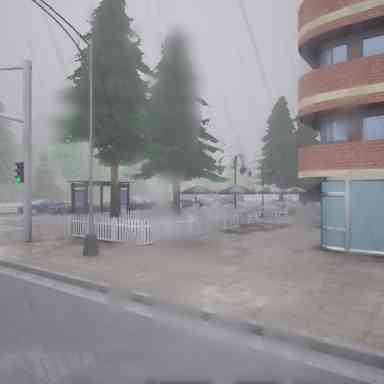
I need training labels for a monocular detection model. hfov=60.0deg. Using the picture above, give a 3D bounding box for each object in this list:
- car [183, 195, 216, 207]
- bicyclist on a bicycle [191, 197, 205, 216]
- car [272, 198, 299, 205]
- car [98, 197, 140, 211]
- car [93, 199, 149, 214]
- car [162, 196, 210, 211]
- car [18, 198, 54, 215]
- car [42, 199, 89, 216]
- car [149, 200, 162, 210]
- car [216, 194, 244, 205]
[{"bbox_3d":[0.830,1.507,46.488,4.181,1.385,1.994,0,0,-43],"label":"car"},{"bbox_3d":[0.434,1.245,27.308,1.656,1.620,0.582,0,0,36],"label":"bicyclist on a bicycle"},{"bbox_3d":[14.756,1.545,51.332,4.718,1.301,1.895,0,0,-23],"label":"car"},{"bbox_3d":[-8.832,1.421,40.636,1.882,1.535,5.008,0,0,38],"label":"car"},{"bbox_3d":[-6.663,1.544,31.631,1.895,1.301,4.718,0,0,36],"label":"car"},{"bbox_3d":[-0.535,1.448,34.103,1.837,1.490,4.892,0,0,36],"label":"car"},{"bbox_3d":[-14.551,1.421,32.967,1.882,1.535,5.008,0,0,36],"label":"car"},{"bbox_3d":[-11.254,1.544,31.572,1.895,1.301,4.718,0,0,36],"label":"car"},{"bbox_3d":[-5.784,1.544,38.931,1.895,1.301,4.718,0,0,37],"label":"car"},{"bbox_3d":[6.058,1.165,54.934,5.566,2.045,2.150,0,0,-31],"label":"car"}]
